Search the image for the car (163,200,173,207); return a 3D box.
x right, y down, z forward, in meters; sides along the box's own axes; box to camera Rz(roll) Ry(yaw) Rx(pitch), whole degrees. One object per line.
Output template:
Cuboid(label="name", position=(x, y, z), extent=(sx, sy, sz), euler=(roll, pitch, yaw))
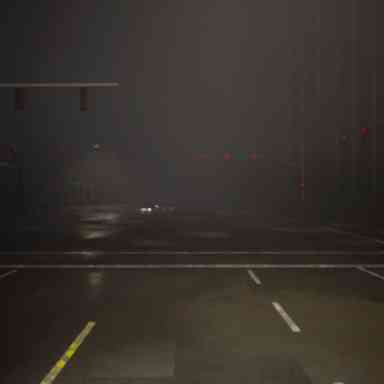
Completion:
Cuboid(label="car", position=(-4.665, 2.257, 65.619), extent=(2.033, 1.411, 5.357), euler=(0, -1, -1))

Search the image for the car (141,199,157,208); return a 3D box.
Cuboid(label="car", position=(-8.071, 2.151, 60.165), extent=(2.128, 1.511, 4.902), euler=(0, -1, -1))

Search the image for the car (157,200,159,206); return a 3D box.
Cuboid(label="car", position=(-8.283, 2.298, 73.438), extent=(1.812, 1.442, 4.674), euler=(0, -1, -1))

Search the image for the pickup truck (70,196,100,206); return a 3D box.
Cuboid(label="pickup truck", position=(-21.299, 1.782, 66.749), extent=(2.390, 2.098, 6.274), euler=(0, -1, 30))
